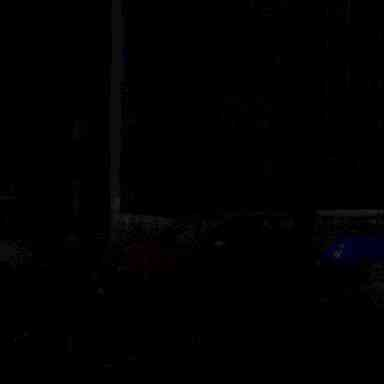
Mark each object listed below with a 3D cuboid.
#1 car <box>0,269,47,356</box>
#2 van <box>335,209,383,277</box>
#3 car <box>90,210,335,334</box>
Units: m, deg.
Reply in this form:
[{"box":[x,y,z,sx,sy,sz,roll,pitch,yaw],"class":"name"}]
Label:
[{"box":[-4.042,1.539,3.763,4.403,1.369,2.008,1,0,-36],"class":"car"},{"box":[5.091,1.436,10.280,3.998,1.788,1.690,1,0,-36],"class":"van"},{"box":[0.526,1.356,7.023,5.009,1.841,2.192,1,0,-36],"class":"car"}]
